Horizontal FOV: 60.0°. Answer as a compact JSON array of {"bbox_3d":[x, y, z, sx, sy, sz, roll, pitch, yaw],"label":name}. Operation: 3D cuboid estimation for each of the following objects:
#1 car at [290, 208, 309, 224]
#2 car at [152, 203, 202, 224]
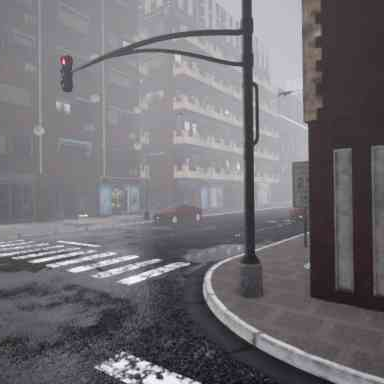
[{"bbox_3d":[7.927,1.371,21.992,1.887,1.381,4.507,-1,0,36],"label":"car"},{"bbox_3d":[-0.997,1.513,24.391,1.887,1.381,4.507,-1,0,36],"label":"car"}]
